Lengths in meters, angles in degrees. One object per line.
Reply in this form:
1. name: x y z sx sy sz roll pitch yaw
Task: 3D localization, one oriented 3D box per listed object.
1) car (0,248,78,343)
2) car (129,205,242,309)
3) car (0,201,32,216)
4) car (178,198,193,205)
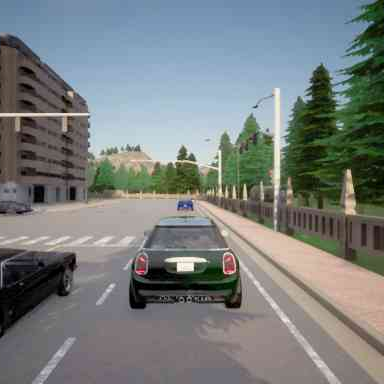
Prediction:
1. car: -3.548 1.601 5.660 1.895 1.301 4.718 0 0 -1
2. car: -0.133 1.352 8.033 2.097 1.767 4.553 0 0 0
3. car: -18.685 1.600 32.711 5.357 1.411 2.033 0 0 0
4. car: -0.837 1.476 41.856 1.882 1.535 5.008 0 0 -1
